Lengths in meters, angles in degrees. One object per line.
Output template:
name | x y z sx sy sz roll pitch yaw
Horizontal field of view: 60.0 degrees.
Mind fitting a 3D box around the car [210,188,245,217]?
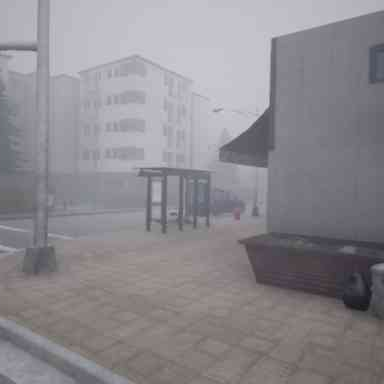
car | 1.973 0.833 25.211 2.150 2.045 5.566 2 0 36

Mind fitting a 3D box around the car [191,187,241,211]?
car | 2.434 0.627 32.006 2.150 2.045 5.566 2 1 36
